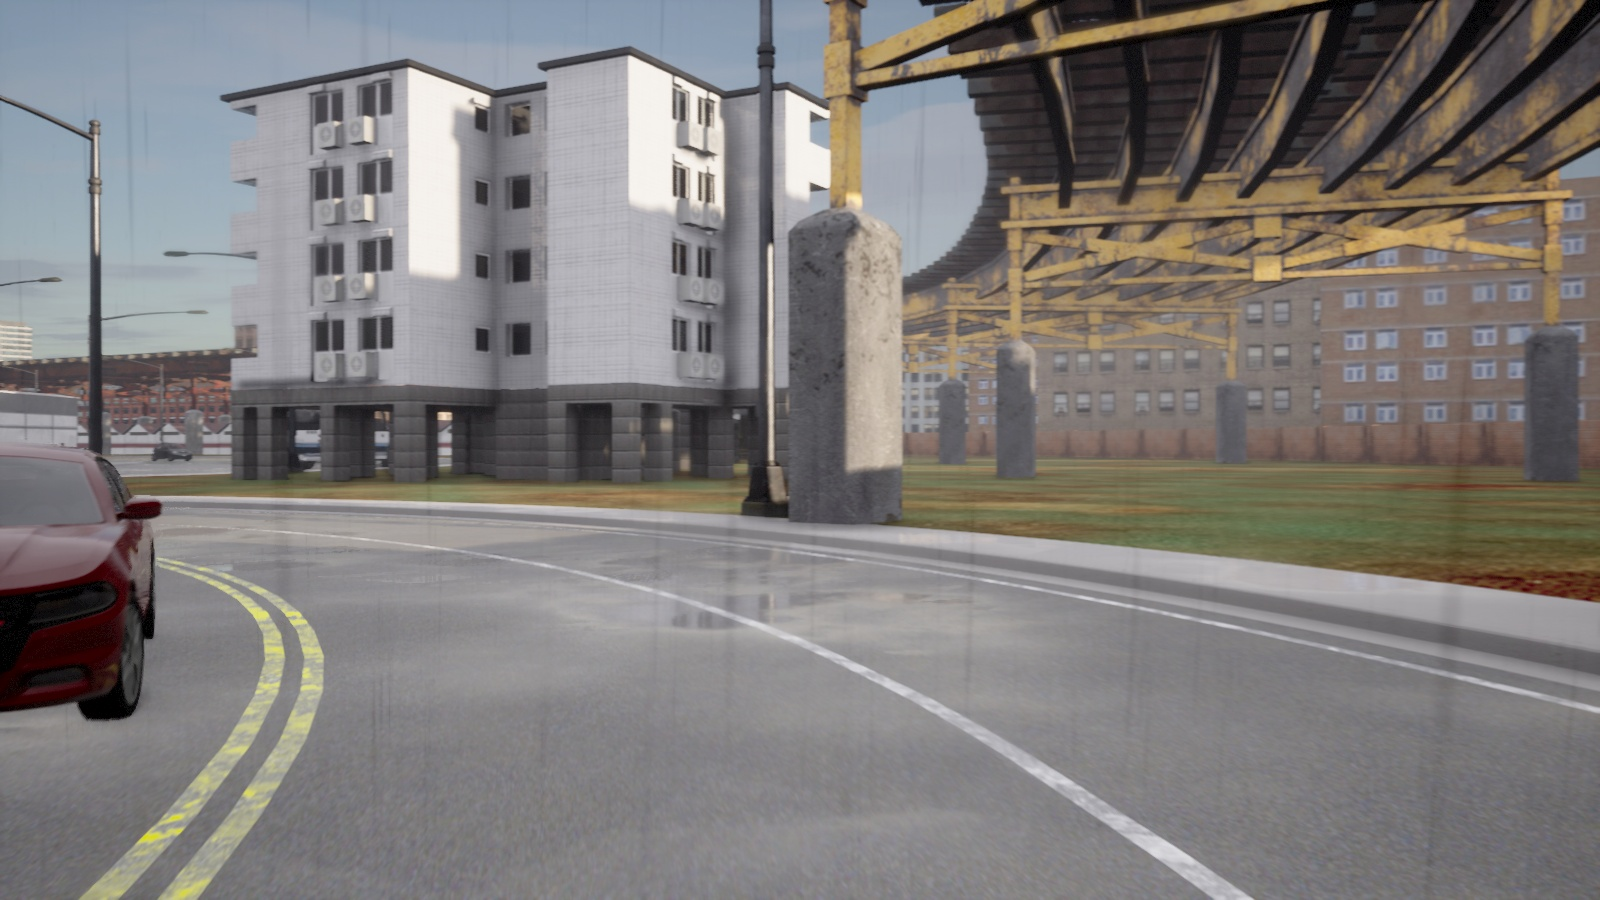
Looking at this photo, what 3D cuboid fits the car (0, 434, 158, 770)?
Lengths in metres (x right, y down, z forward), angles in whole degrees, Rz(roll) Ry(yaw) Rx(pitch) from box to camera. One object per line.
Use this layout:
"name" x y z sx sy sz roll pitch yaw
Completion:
"car" -5.137 0.682 7.798 1.882 1.535 5.008 0 0 -25

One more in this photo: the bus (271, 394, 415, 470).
"bus" -27.531 -1.053 76.474 3.944 4.253 10.273 0 0 8
